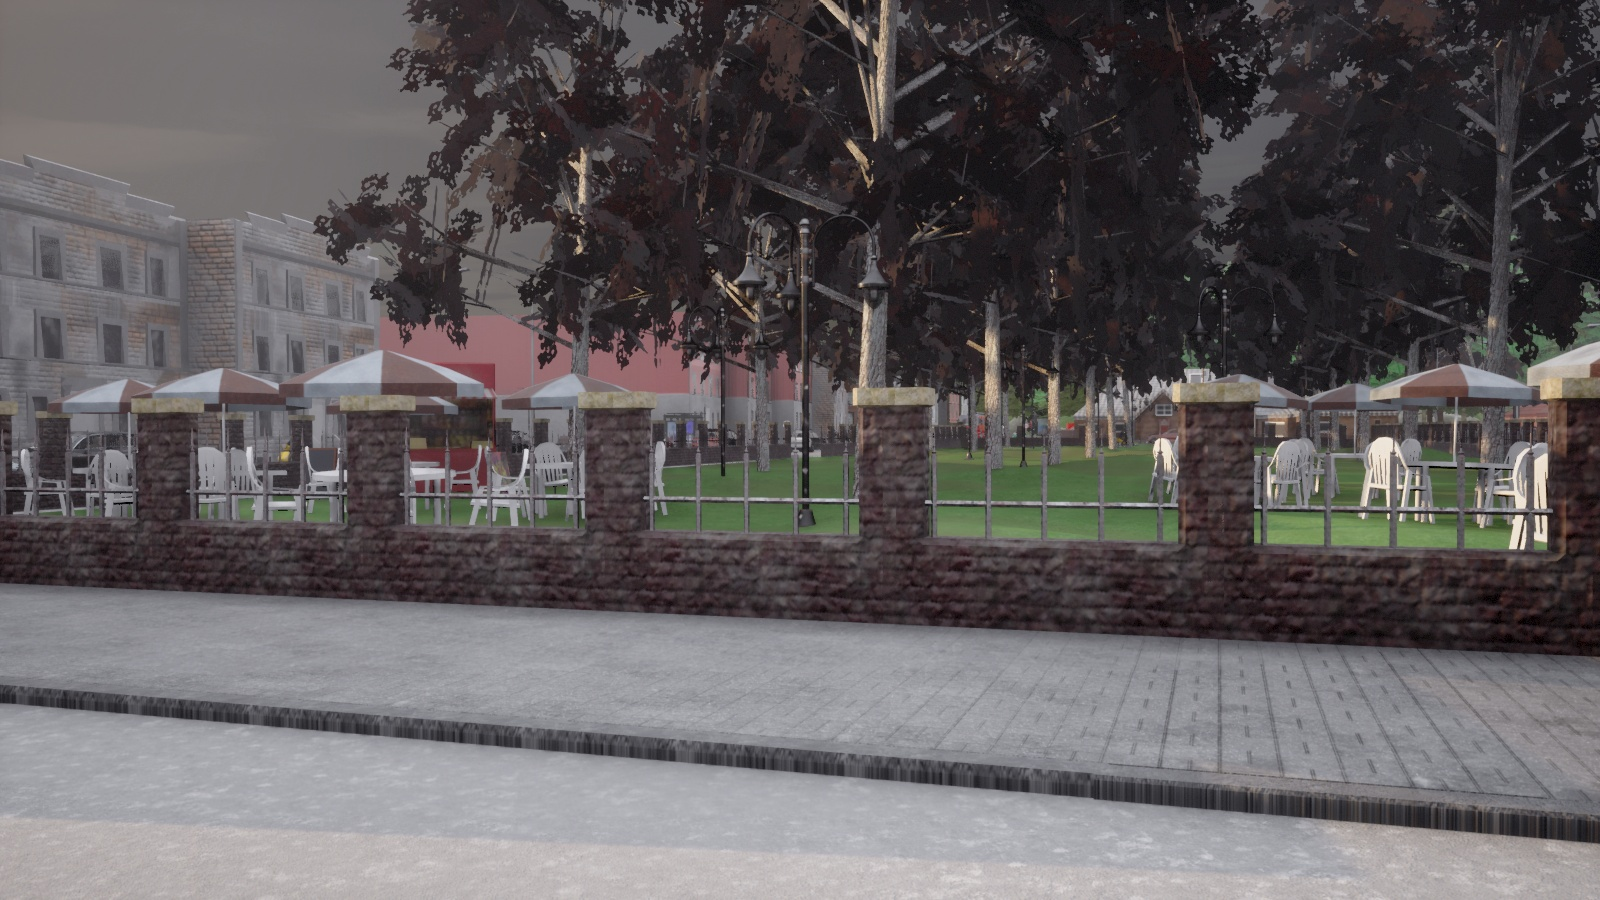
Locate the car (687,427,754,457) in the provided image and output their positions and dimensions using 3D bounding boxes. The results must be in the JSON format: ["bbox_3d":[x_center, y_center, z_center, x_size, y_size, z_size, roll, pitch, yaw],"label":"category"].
[{"bbox_3d":[-4.545,-0.503,72.242,2.242,1.667,4.611,1,1,19],"label":"car"}]

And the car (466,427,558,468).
[{"bbox_3d":[-11.636,-0.135,50.943,1.851,1.617,3.988,1,1,18],"label":"car"}]

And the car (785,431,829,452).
[{"bbox_3d":[0.499,-0.605,87.355,1.970,1.475,3.806,1,1,19],"label":"car"}]

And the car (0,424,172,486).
[{"bbox_3d":[-20.779,0.100,36.110,2.033,1.649,4.856,1,1,18],"label":"car"}]
